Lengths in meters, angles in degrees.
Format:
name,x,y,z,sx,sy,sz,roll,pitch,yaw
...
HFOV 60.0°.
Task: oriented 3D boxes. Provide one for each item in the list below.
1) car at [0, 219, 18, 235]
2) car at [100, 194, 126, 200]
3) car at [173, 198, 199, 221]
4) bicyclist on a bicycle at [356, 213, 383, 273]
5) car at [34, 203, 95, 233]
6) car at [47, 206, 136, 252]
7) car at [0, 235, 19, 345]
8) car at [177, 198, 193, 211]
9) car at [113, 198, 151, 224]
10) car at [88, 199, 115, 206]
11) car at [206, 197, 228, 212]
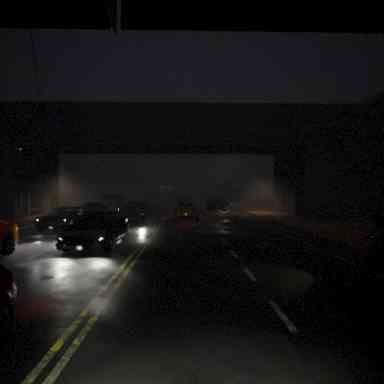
name,x,y,z,sx,sy,sz,roll,pitch,yaw
car,-7.315,1.468,10.256,1.882,1.535,5.008,0,0,-1
car,-7.822,1.189,33.357,2.150,2.045,5.566,0,0,-2
car,-0.498,1.451,26.623,1.882,1.535,5.008,0,0,-1
bicyclist on a bicycle,5.258,1.384,9.076,1.656,1.620,0.582,-3,0,-1
car,-7.537,1.581,19.848,1.895,1.301,4.718,0,0,-1
car,-3.901,1.534,14.063,2.033,1.411,5.357,0,0,-1
car,-3.652,1.522,3.532,1.812,1.442,4.674,0,0,-1
car,-0.847,1.485,40.721,1.812,1.442,4.674,0,0,-2
car,-4.136,1.453,24.423,1.882,1.535,5.008,0,0,-1
car,-7.580,1.501,25.779,1.812,1.442,4.674,0,0,-1
car,2.716,1.439,38.886,1.882,1.535,5.008,0,0,-1
